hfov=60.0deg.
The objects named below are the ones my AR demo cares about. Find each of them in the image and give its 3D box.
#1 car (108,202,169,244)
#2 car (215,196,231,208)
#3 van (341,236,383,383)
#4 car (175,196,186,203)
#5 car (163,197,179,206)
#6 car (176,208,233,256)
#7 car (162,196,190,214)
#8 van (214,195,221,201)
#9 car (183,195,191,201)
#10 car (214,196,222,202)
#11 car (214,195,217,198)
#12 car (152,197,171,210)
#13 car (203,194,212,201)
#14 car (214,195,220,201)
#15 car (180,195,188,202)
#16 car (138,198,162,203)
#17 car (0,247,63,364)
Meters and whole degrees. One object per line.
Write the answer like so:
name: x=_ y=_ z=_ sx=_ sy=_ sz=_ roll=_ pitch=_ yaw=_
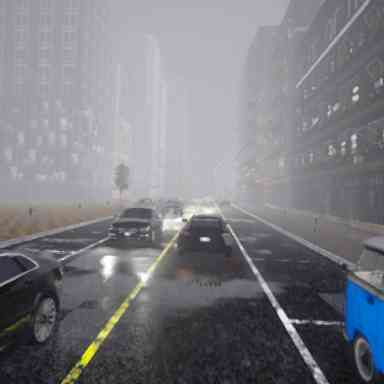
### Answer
car: x=-2.447 y=1.434 z=15.597 sx=1.837 sy=1.490 sz=4.892 roll=2 pitch=0 yaw=3
car: x=5.124 y=1.733 z=52.568 sx=2.008 sy=1.369 sz=4.403 roll=2 pitch=0 yaw=3
van: x=2.738 y=1.424 z=2.832 sx=1.690 sy=1.788 sz=3.998 roll=2 pitch=0 yaw=3
car: x=-2.446 y=1.514 z=69.549 sx=1.887 sy=1.381 sz=4.507 roll=2 pitch=0 yaw=3
car: x=-3.243 y=1.479 z=52.971 sx=2.008 sy=1.369 sz=4.403 roll=2 pitch=0 yaw=3
car: x=0.542 y=1.582 z=13.280 sx=1.994 sy=1.385 sz=4.181 roll=2 pitch=0 yaw=3
car: x=-1.647 y=1.452 z=31.353 sx=2.128 sy=1.511 sz=4.902 roll=2 pitch=0 yaw=3
van: x=6.990 y=1.631 z=91.251 sx=1.690 sy=1.788 sz=3.998 roll=2 pitch=0 yaw=3
car: x=-1.384 y=1.618 z=91.655 sx=1.802 sy=1.307 sz=4.206 roll=2 pitch=0 yaw=3
car: x=6.717 y=1.854 z=85.725 sx=1.802 sy=1.307 sz=4.206 roll=2 pitch=0 yaw=3
car: x=6.190 y=1.679 z=74.672 sx=1.967 sy=1.590 sz=4.097 roll=2 pitch=0 yaw=3
car: x=-3.782 y=1.427 z=41.749 sx=1.752 sy=1.417 sz=4.829 roll=2 pitch=0 yaw=3
car: x=4.146 y=1.422 z=88.018 sx=2.150 sy=2.045 sz=5.566 roll=2 pitch=0 yaw=3
car: x=5.390 y=1.746 z=58.094 sx=2.008 sy=1.369 sz=4.403 roll=2 pitch=0 yaw=3
car: x=-1.922 y=1.526 z=80.432 sx=1.752 sy=1.417 sz=4.829 roll=2 pitch=0 yaw=3
car: x=-4.304 y=1.318 z=30.866 sx=1.967 sy=1.590 sz=4.097 roll=2 pitch=0 yaw=3
car: x=-3.038 y=1.399 z=3.418 sx=2.128 sy=1.511 sz=4.902 roll=2 pitch=0 yaw=2
